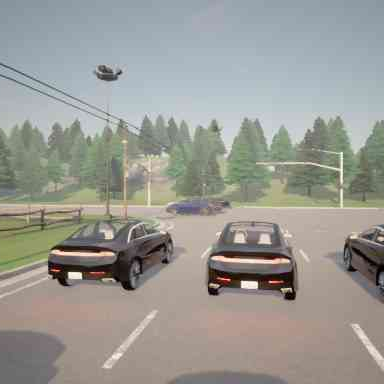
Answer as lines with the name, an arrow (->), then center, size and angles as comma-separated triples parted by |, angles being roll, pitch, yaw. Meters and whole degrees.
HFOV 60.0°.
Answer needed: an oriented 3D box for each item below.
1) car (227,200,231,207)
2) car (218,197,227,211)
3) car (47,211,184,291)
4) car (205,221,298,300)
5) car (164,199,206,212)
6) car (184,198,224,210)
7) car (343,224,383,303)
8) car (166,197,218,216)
car -> 2.827, 1.477, 45.874 | 5.008, 1.535, 1.882 | 0, 0, 12
car -> 0.680, 1.547, 35.594 | 5.357, 1.411, 2.033 | 0, 0, 12
car -> -1.891, 1.491, 9.160 | 2.128, 1.511, 4.902 | 0, 0, 12
car -> 1.542, 1.491, 8.471 | 2.128, 1.511, 4.902 | 0, 0, 12
car -> -0.766, 1.525, 39.470 | 4.674, 1.442, 1.812 | 0, 0, 12
car -> 1.595, 1.491, 42.555 | 4.902, 1.511, 2.128 | 0, 0, 12
car -> 4.977, 1.491, 7.797 | 2.128, 1.511, 4.902 | 0, 0, 12
car -> -0.134, 1.352, 32.190 | 4.553, 1.767, 2.097 | 0, 0, 12
